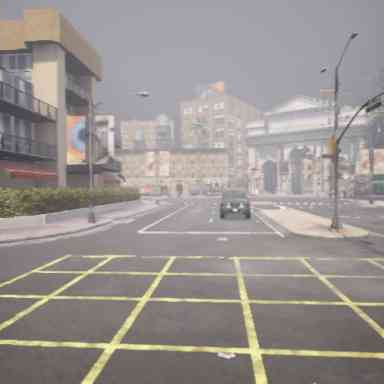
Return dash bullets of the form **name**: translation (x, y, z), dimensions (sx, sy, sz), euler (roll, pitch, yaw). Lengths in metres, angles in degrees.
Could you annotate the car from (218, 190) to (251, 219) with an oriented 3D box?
- **car**: translation (3.236, 0.867, 25.670), dimensions (2.150, 2.045, 5.566), euler (0, 1, 5)
